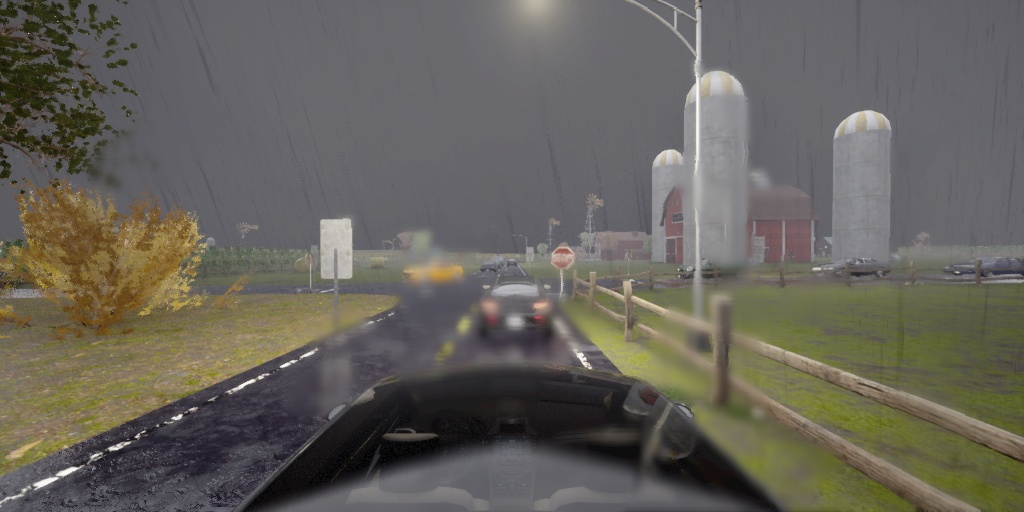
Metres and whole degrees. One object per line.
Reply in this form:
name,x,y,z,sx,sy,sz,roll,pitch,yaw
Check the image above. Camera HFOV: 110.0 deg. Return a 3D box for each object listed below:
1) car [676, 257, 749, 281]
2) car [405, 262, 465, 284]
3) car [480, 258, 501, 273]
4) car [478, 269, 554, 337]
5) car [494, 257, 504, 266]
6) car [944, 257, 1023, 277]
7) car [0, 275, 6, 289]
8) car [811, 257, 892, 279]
car,14.297,0.853,25.852,4.553,1.767,2.097,-1,1,0
car,-5.955,1.248,28.015,1.882,1.535,5.008,2,2,41
car,-2.837,1.308,44.716,2.033,1.411,5.357,0,0,0
car,0.146,1.274,10.141,1.812,1.442,4.674,0,0,2
car,-2.793,1.278,58.230,1.837,1.490,4.892,0,0,1
car,34.874,0.756,25.991,5.357,1.411,2.033,-1,1,-1
car,-39.291,1.795,25.504,4.892,1.490,1.837,-1,1,0
car,24.465,0.846,25.925,4.902,1.511,2.128,-1,1,0
